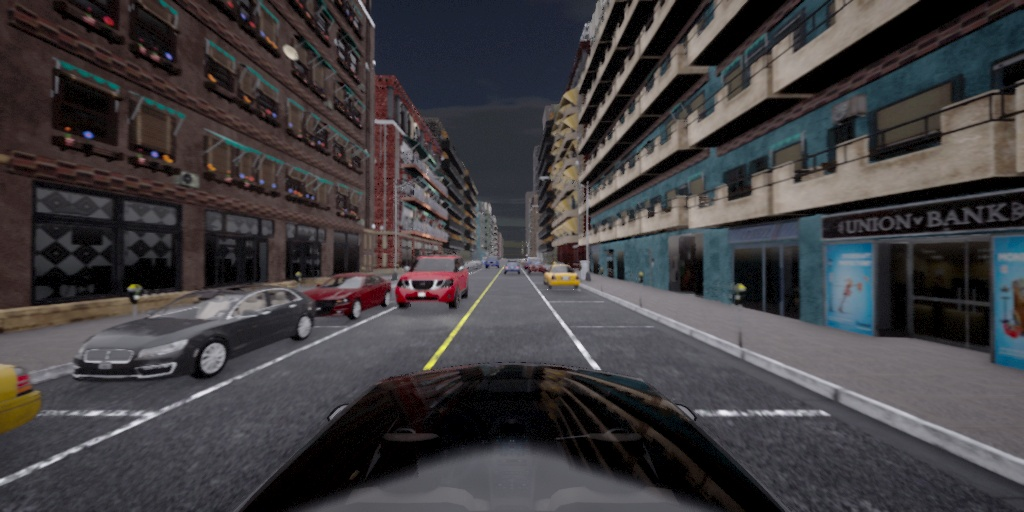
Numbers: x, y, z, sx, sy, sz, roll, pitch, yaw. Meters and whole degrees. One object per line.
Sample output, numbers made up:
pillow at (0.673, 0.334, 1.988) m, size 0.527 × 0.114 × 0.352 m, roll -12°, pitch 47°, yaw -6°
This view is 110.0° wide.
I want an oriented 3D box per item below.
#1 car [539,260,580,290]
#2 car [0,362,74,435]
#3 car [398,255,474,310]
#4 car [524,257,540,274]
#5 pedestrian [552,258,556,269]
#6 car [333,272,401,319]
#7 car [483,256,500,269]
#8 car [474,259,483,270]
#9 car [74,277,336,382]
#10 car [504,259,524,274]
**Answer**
car at (3.001, 1.198, 22.572) m, size 1.801 × 1.575 × 5.366 m, roll 0°, pitch 0°, yaw 0°
car at (-5.689, 1.275, 1.501) m, size 1.751 × 1.417 × 4.829 m, roll 0°, pitch 0°, yaw 0°
car at (-3.100, 0.966, 15.094) m, size 2.150 × 2.045 × 5.566 m, roll 0°, pitch 0°, yaw 0°
car at (2.692, 1.178, 40.321) m, size 1.967 × 1.591 × 4.097 m, roll 0°, pitch 0°, yaw 0°
pedestrian at (3.000, 1.036, 25.573) m, size 0.375 × 1.860 × 0.375 m, roll 1°, pitch -1°, yaw 0°
car at (-5.689, 1.291, 12.718) m, size 1.888 × 1.381 × 4.507 m, roll 0°, pitch 0°, yaw 0°
car at (-3.055, 0.958, 56.175) m, size 2.150 × 2.045 × 5.566 m, roll 0°, pitch 0°, yaw 1°
car at (-5.689, 1.288, 51.381) m, size 2.007 × 1.370 × 4.403 m, roll 0°, pitch 0°, yaw 0°
car at (-5.689, 1.298, 7.194) m, size 2.007 × 1.370 × 4.403 m, roll 0°, pitch 0°, yaw 0°
car at (0.039, 1.286, 40.582) m, size 2.033 × 1.411 × 5.357 m, roll 0°, pitch 0°, yaw 1°
